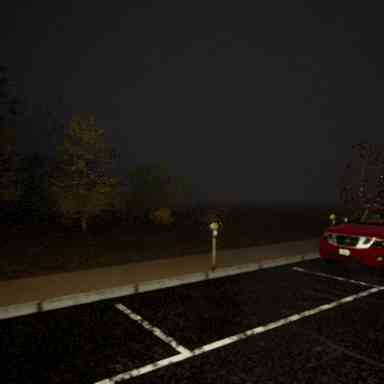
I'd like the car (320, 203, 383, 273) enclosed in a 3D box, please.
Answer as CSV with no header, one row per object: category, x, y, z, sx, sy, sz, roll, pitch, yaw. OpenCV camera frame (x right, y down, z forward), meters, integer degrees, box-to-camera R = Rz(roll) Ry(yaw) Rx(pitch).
car,6.194,1.316,10.504,5.009,1.841,2.192,0,1,-35
